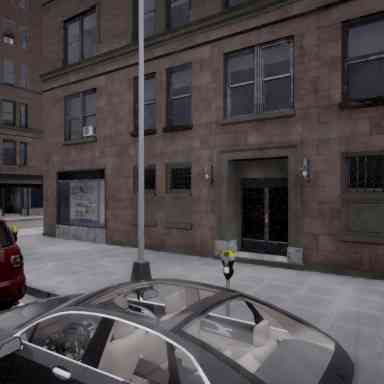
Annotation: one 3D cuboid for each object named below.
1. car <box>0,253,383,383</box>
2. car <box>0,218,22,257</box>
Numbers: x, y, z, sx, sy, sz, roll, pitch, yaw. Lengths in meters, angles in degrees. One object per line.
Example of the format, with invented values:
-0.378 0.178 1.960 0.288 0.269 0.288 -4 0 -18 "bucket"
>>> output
-0.515 1.551 3.150 4.403 1.369 2.008 0 0 34 "car"
-5.209 1.315 6.352 5.009 1.841 2.192 0 0 34 "car"
